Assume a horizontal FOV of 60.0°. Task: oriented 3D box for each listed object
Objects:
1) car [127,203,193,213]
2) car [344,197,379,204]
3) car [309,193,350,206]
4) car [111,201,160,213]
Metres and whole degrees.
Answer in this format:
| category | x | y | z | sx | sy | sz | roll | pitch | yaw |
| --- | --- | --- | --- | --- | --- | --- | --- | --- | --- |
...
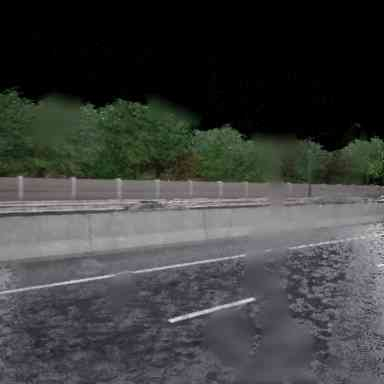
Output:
| category | x | y | z | sx | sy | sz | roll | pitch | yaw |
| --- | --- | --- | --- | --- | --- | --- | --- | --- | --- |
| car | -1.210 | 1.546 | 20.313 | 4.718 | 1.301 | 1.895 | 0 | 0 | -35 |
| car | 17.794 | 1.509 | 33.793 | 4.181 | 1.385 | 1.994 | 0 | 0 | -35 |
| car | 15.199 | 1.157 | 36.229 | 5.566 | 2.045 | 2.150 | 0 | 0 | -35 |
| car | -3.317 | 1.439 | 23.104 | 4.892 | 1.490 | 1.837 | 0 | 0 | -35 |
